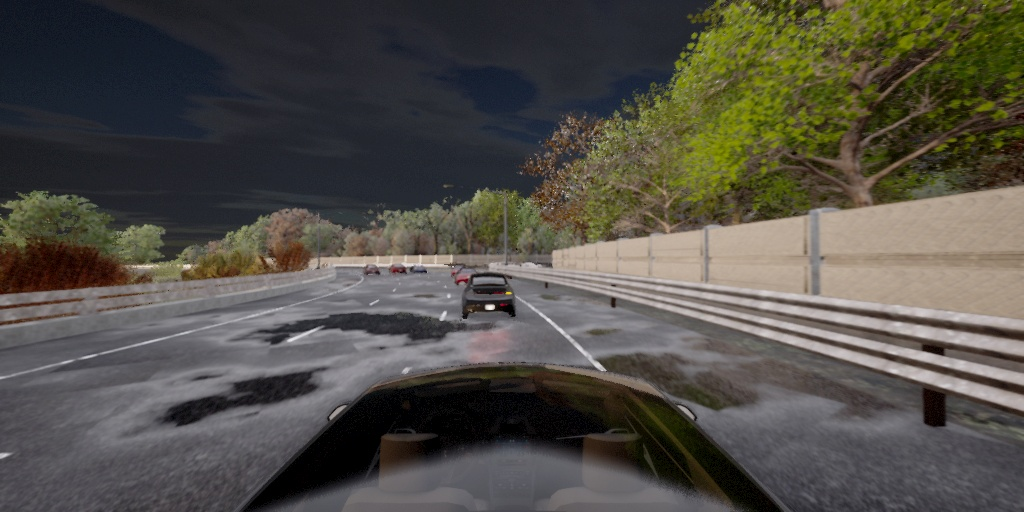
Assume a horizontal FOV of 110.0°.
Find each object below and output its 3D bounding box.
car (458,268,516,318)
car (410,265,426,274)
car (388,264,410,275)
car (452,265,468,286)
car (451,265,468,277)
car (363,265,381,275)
[{"bbox_3d":[-0.969,1.398,13.865,1.837,1.490,4.892,0,0,-6],"label":"car"},{"bbox_3d":[-14.835,2.028,56.143,1.994,1.385,4.181,0,-1,-29],"label":"car"},{"bbox_3d":[-16.914,1.922,52.763,1.882,1.535,5.008,0,-1,-28],"label":"car"},{"bbox_3d":[-3.724,1.649,29.634,1.994,1.385,4.181,0,-1,-12],"label":"car"},{"bbox_3d":[-6.460,1.834,44.675,1.994,1.385,4.181,-1,-1,-6],"label":"car"},{"bbox_3d":[-20.292,1.986,51.640,1.812,1.442,4.674,0,-1,-29],"label":"car"}]
